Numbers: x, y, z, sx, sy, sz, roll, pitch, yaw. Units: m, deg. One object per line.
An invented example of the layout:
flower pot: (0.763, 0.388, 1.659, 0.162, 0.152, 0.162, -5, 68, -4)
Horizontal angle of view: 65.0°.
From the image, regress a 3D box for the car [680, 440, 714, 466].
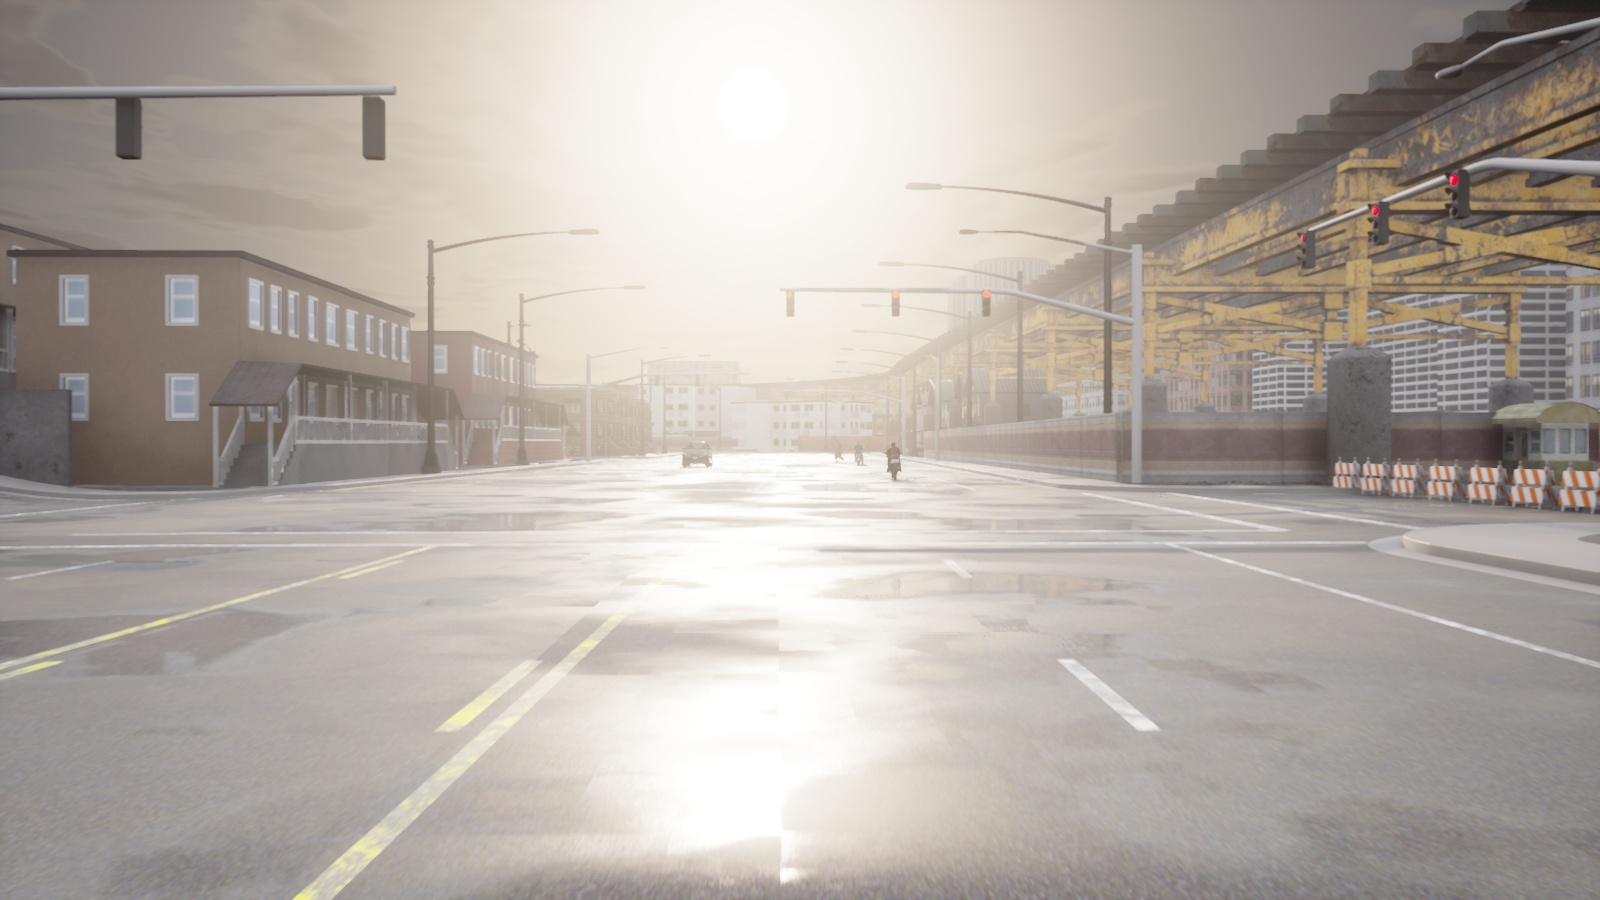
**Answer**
car: (-6.536, 0.189, 79.911, 1.851, 1.617, 3.988, 0, 0, 0)

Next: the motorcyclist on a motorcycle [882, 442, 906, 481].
motorcyclist on a motorcycle: (3.802, 0.445, 50.893, 0.797, 1.523, 2.044, 0, 0, 0)
